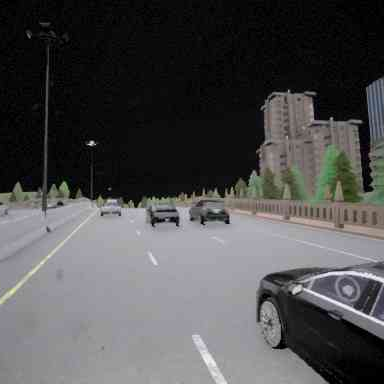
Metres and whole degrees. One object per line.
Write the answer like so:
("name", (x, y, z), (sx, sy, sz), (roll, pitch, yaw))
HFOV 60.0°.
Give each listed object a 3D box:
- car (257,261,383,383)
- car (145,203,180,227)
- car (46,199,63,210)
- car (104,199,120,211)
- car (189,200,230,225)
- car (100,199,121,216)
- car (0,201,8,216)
("car", (2.329, 1.492, 3.546), (2.128, 1.511, 4.902), (0, 0, -13))
("car", (-2.083, 1.503, 22.823), (2.128, 1.511, 4.902), (0, 0, -13))
("car", (-17.228, 1.557, 41.261), (2.128, 1.511, 4.902), (0, -1, -12))
("car", (-10.159, 1.577, 42.429), (1.812, 1.442, 4.674), (0, -1, -13))
("car", (1.158, 1.358, 24.348), (2.097, 1.767, 4.553), (0, 0, -13))
("car", (-7.857, 1.621, 32.364), (1.895, 1.301, 4.718), (0, 0, -13))
("car", (-18.445, 1.558, 30.698), (1.812, 1.442, 4.674), (0, 0, -13))
